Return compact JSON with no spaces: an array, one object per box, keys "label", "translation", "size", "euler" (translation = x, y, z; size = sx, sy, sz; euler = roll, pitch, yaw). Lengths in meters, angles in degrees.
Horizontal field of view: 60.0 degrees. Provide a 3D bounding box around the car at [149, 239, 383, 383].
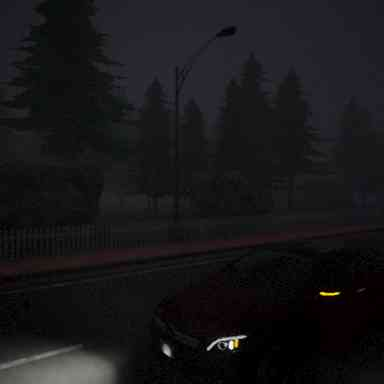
[{"label":"car","translation":[1.613,1.526,5.145],"size":[4.674,1.442,1.812],"euler":[0,0,-36]}]
